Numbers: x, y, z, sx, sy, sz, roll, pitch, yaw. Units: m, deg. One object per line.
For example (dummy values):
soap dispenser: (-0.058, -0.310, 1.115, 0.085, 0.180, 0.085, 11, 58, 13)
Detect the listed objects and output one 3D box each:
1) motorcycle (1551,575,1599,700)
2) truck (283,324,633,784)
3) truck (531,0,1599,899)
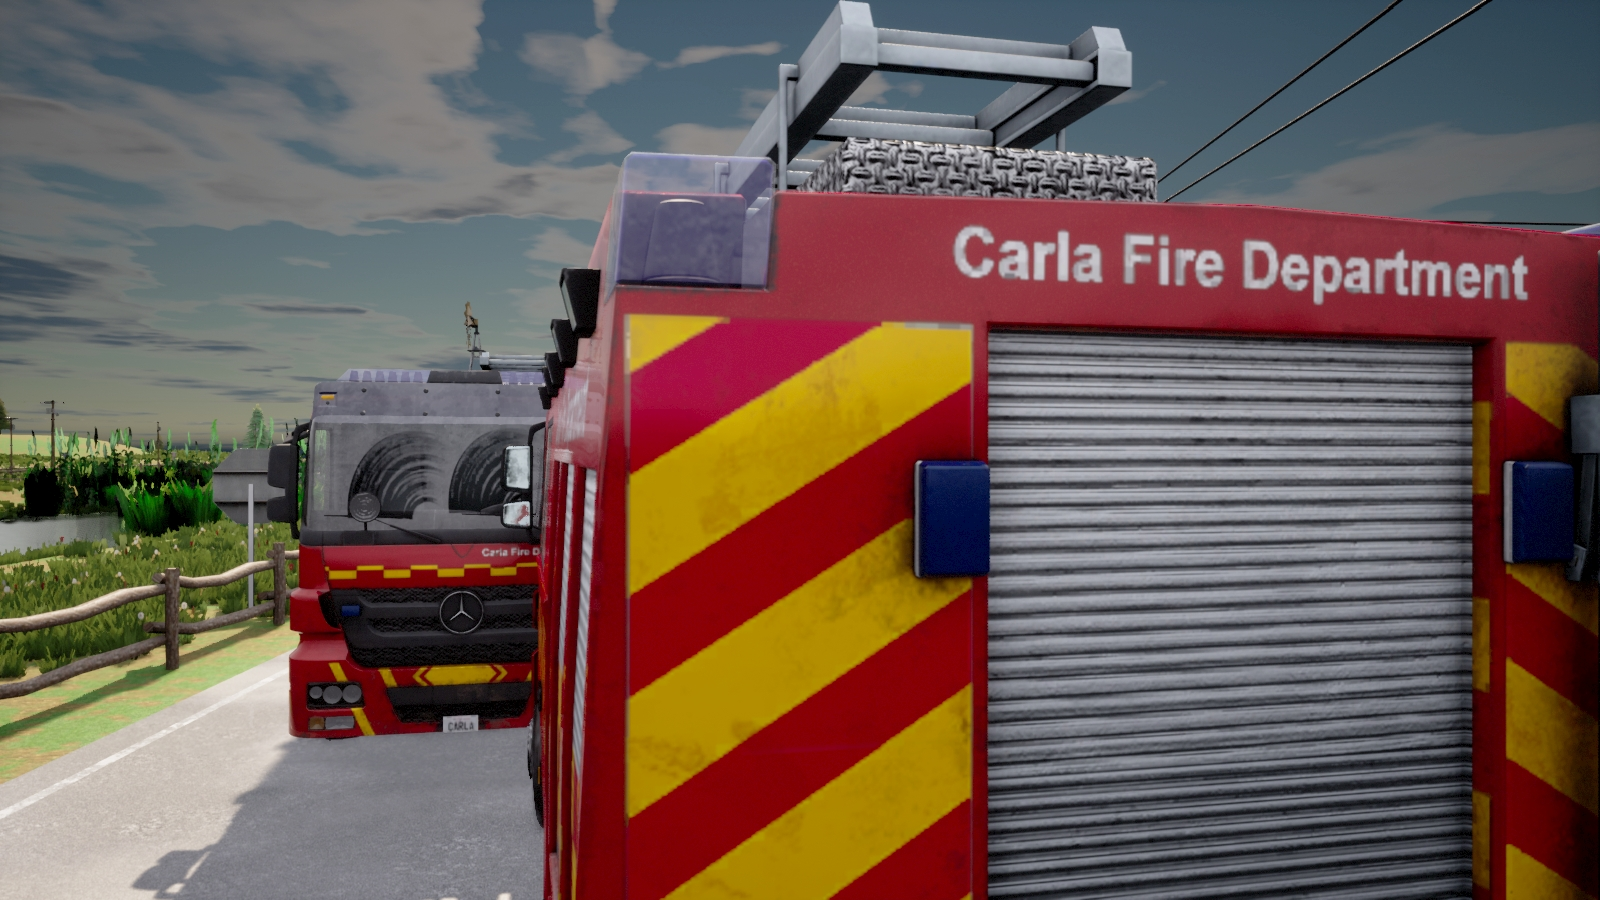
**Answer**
motorcycle: (9.811, 2.142, 13.173, 1.805, 1.316, 0.856, 0, 0, -7)
truck: (-3.886, 0.862, 13.959, 2.891, 3.827, 8.468, 0, 0, -14)
truck: (-0.104, 0.866, 6.874, 2.891, 3.827, 8.468, 0, 0, -14)
